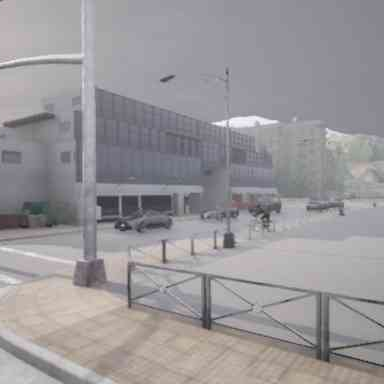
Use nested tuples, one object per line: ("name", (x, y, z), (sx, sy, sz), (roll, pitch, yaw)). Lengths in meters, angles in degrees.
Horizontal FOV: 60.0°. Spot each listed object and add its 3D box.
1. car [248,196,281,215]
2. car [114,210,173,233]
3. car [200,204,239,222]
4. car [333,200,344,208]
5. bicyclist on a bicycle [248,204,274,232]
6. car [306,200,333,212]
("car", (8.595, 1.560, 38.926), (2.150, 2.045, 5.566), (-1, 0, 36))
("car", (-3.174, 1.900, 22.364), (1.994, 1.385, 4.181), (-1, 0, 35))
("car", (2.575, 1.829, 30.468), (2.128, 1.511, 4.902), (-1, 0, 35))
("car", (22.179, 1.905, 51.716), (1.895, 1.301, 4.718), (-1, 0, 35))
("bicyclist on a bicycle", (4.072, 1.561, 19.651), (1.656, 1.620, 0.582), (-1, -1, 35))
("car", (16.406, 1.794, 43.577), (2.128, 1.511, 4.902), (-1, 0, 35))
